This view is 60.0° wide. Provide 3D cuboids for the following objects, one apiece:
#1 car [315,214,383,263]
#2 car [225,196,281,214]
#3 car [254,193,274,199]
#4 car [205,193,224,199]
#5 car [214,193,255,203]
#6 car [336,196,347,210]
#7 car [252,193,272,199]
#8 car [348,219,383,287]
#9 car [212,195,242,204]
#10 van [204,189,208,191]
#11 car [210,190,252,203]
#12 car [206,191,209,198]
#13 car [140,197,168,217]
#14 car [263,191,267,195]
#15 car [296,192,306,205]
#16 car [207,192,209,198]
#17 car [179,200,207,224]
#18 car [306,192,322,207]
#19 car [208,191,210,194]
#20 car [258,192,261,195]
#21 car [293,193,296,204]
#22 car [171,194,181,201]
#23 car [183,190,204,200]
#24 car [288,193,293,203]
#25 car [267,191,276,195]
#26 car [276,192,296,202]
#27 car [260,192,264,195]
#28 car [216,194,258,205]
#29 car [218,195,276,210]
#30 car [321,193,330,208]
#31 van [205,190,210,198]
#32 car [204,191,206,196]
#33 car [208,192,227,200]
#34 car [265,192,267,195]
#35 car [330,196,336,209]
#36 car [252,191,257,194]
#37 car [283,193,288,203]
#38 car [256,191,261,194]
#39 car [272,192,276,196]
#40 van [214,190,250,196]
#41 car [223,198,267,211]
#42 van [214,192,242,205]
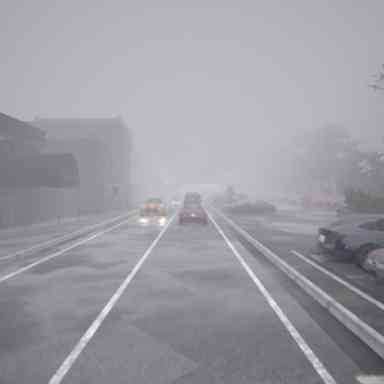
[{"bbox_3d":[6.179,1.415,9.820,4.792,1.488,2.163,0,0,0],"label":"car"},{"bbox_3d":[6.022,1.471,33.155,4.674,1.452,2.002,1,0,0],"label":"car"},{"bbox_3d":[19.229,1.071,88.682,4.792,1.488,2.163,0,0,0],"label":"car"},{"bbox_3d":[6.131,1.019,91.462,5.008,1.535,2.097,0,0,0],"label":"car"},{"bbox_3d":[6.029,1.344,46.929,4.892,1.521,2.231,0,0,0],"label":"car"},{"bbox_3d":[19.121,1.162,35.765,5.566,2.045,2.435,0,0,0],"label":"car"},{"bbox_3d":[19.212,1.019,91.465,4.892,1.521,2.231,0,0,0],"label":"car"},{"bbox_3d":[6.139,1.438,6.993,4.674,1.452,2.002,0,0,0],"label":"car"},{"bbox_3d":[6.051,1.272,58.062,4.892,1.521,2.231,0,0,0],"label":"car"},{"bbox_3d":[6.248,0.769,94.243,4.442,1.987,1.878,0,0,0],"label":"van"},{"bbox_3d":[6.018,1.055,52.494,5.566,2.045,2.435,0,0,0],"label":"car"},{"bbox_3d":[6.063,1.183,74.762,4.792,1.488,2.163,0,0,0],"label":"car"},{"bbox_3d":[-3.377,1.262,30.143,2.097,1.767,4.553,0,0,0],"label":"car"},{"bbox_3d":[19.140,1.027,74.756,4.553,1.767,2.185,0,0,0],"label":"car"},{"bbox_3d":[19.149,1.072,49.814,5.566,2.045,2.435,0,0,0],"label":"car"},{"bbox_3d":[6.083,1.234,69.196,4.674,1.452,2.002,0,0,0],"label":"car"},{"bbox_3d":[0.079,1.504,24.194,1.994,1.385,4.181,0,0,0],"label":"car"},{"bbox_3d":[19.084,1.216,46.906,4.553,1.767,2.185,0,0,0],"label":"car"},{"bbox_3d":[6.044,1.089,66.412,4.553,1.767,2.185,0,0,0],"label":"car"},{"bbox_3d":[19.186,1.149,80.326,4.674,1.452,2.002,0,0,0],"label":"car"},{"bbox_3d":[19.312,1.302,52.601,5.366,1.575,1.946,0,0,0],"label":"car"},{"bbox_3d":[-3.339,1.191,70.473,2.128,1.511,4.902,0,0,0],"label":"car"},{"bbox_3d":[0.051,1.060,41.689,2.150,2.045,5.566,0,0,0],"label":"car"},{"bbox_3d":[19.137,1.288,55.260,5.008,1.535,2.097,0,0,0],"label":"car"},{"bbox_3d":[19.132,0.942,69.183,5.566,2.045,2.435,0,0,0],"label":"car"},{"bbox_3d":[19.180,1.106,63.614,4.553,1.767,2.185,0,0,0],"label":"car"},{"bbox_3d":[19.172,1.131,77.541,5.008,1.535,2.097,0,0,0],"label":"car"},{"bbox_3d":[6.000,1.390,44.146,4.792,1.488,2.163,0,0,0],"label":"car"},{"bbox_3d":[5.827,1.411,35.797,5.366,1.575,1.946,0,0,0],"label":"car"},{"bbox_3d":[19.135,1.251,41.461,4.553,1.767,2.185,0,0,0],"label":"car"},{"bbox_3d":[5.980,0.906,77.606,4.442,1.987,1.878,0,0,0],"label":"van"},{"bbox_3d":[5.923,1.085,83.112,5.366,1.575,1.946,0,0,0],"label":"car"},{"bbox_3d":[6.072,0.984,80.328,4.553,1.767,2.185,0,0,0],"label":"car"},{"bbox_3d":[19.171,1.172,71.972,5.008,1.535,2.097,0,0,0],"label":"car"},{"bbox_3d":[19.129,1.269,38.676,4.553,1.767,2.185,0,0,0],"label":"car"},{"bbox_3d":[19.166,0.814,85.892,5.566,2.045,2.435,0,0,0],"label":"car"},{"bbox_3d":[19.108,1.299,58.047,4.792,1.488,2.163,0,0,0],"label":"car"},{"bbox_3d":[19.158,0.961,83.109,4.553,1.767,2.185,0,0,0],"label":"car"},{"bbox_3d":[19.161,1.214,66.401,4.892,1.521,2.231,0,0,0],"label":"car"},{"bbox_3d":[5.925,1.098,49.835,4.442,1.987,1.878,0,0,0],"label":"van"},{"bbox_3d":[6.047,1.426,38.580,4.792,1.488,2.163,0,0,0],"label":"car"},{"bbox_3d":[5.935,1.063,55.277,4.442,1.987,1.878,0,0,0],"label":"van"}]
